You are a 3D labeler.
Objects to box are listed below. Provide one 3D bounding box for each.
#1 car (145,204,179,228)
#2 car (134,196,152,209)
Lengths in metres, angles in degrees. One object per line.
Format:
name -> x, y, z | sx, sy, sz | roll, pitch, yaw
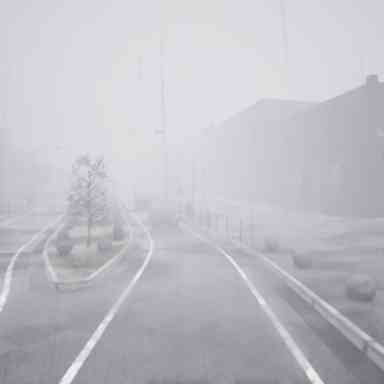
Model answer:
car -> -2.310, 1.957, 25.862 | 1.895, 1.301, 4.718 | 0, 2, -13
car -> -6.230, 1.237, 42.183 | 1.882, 1.535, 5.008 | 0, 2, -14
